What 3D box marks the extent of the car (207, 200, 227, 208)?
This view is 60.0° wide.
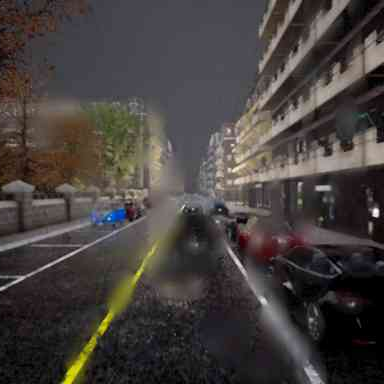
[{"bbox_3d":[2.680,1.765,33.924,1.947,1.339,4.313,0,0,0],"label":"car"}]

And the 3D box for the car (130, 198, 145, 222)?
[{"bbox_3d":[-5.701,1.481,28.387,2.192,1.841,5.009,0,0,0],"label":"car"}]

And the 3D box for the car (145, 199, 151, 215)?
[{"bbox_3d":[-5.701,1.750,33.921,2.008,1.369,4.403,0,0,0],"label":"car"}]

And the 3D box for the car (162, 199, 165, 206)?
[{"bbox_3d":[-5.704,1.865,50.527,1.947,1.339,4.313,0,0,0],"label":"car"}]

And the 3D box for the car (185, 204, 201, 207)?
[{"bbox_3d":[0.093,1.791,32.491,1.895,1.301,4.718,0,0,0],"label":"car"}]

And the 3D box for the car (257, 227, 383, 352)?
[{"bbox_3d":[2.686,1.603,6.249,1.947,1.339,4.313,0,0,0],"label":"car"}]

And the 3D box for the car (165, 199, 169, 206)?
[{"bbox_3d":[-5.707,1.948,61.597,1.802,1.307,4.206,0,0,0],"label":"car"}]

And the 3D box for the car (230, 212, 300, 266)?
[{"bbox_3d":[2.684,1.509,11.784,1.967,1.590,4.097,0,0,0],"label":"car"}]

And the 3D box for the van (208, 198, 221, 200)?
[{"bbox_3d":[2.677,1.573,39.460,1.690,1.788,3.998,0,0,0],"label":"van"}]

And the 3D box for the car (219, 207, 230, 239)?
[{"bbox_3d":[2.684,1.667,17.319,1.947,1.339,4.313,0,0,0],"label":"car"}]

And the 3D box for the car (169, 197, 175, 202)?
[{"bbox_3d":[-5.716,2.007,94.008,1.967,1.590,4.097,0,0,0],"label":"car"}]

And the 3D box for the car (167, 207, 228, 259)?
[{"bbox_3d":[0.097,1.553,12.945,1.882,1.535,5.008,0,0,0],"label":"car"}]

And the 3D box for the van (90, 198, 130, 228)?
[{"bbox_3d":[-5.699,1.474,22.851,1.690,1.788,3.998,0,0,0],"label":"van"}]

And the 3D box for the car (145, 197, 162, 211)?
[{"bbox_3d":[-5.705,1.580,44.993,2.192,1.841,5.009,0,0,0],"label":"car"}]
